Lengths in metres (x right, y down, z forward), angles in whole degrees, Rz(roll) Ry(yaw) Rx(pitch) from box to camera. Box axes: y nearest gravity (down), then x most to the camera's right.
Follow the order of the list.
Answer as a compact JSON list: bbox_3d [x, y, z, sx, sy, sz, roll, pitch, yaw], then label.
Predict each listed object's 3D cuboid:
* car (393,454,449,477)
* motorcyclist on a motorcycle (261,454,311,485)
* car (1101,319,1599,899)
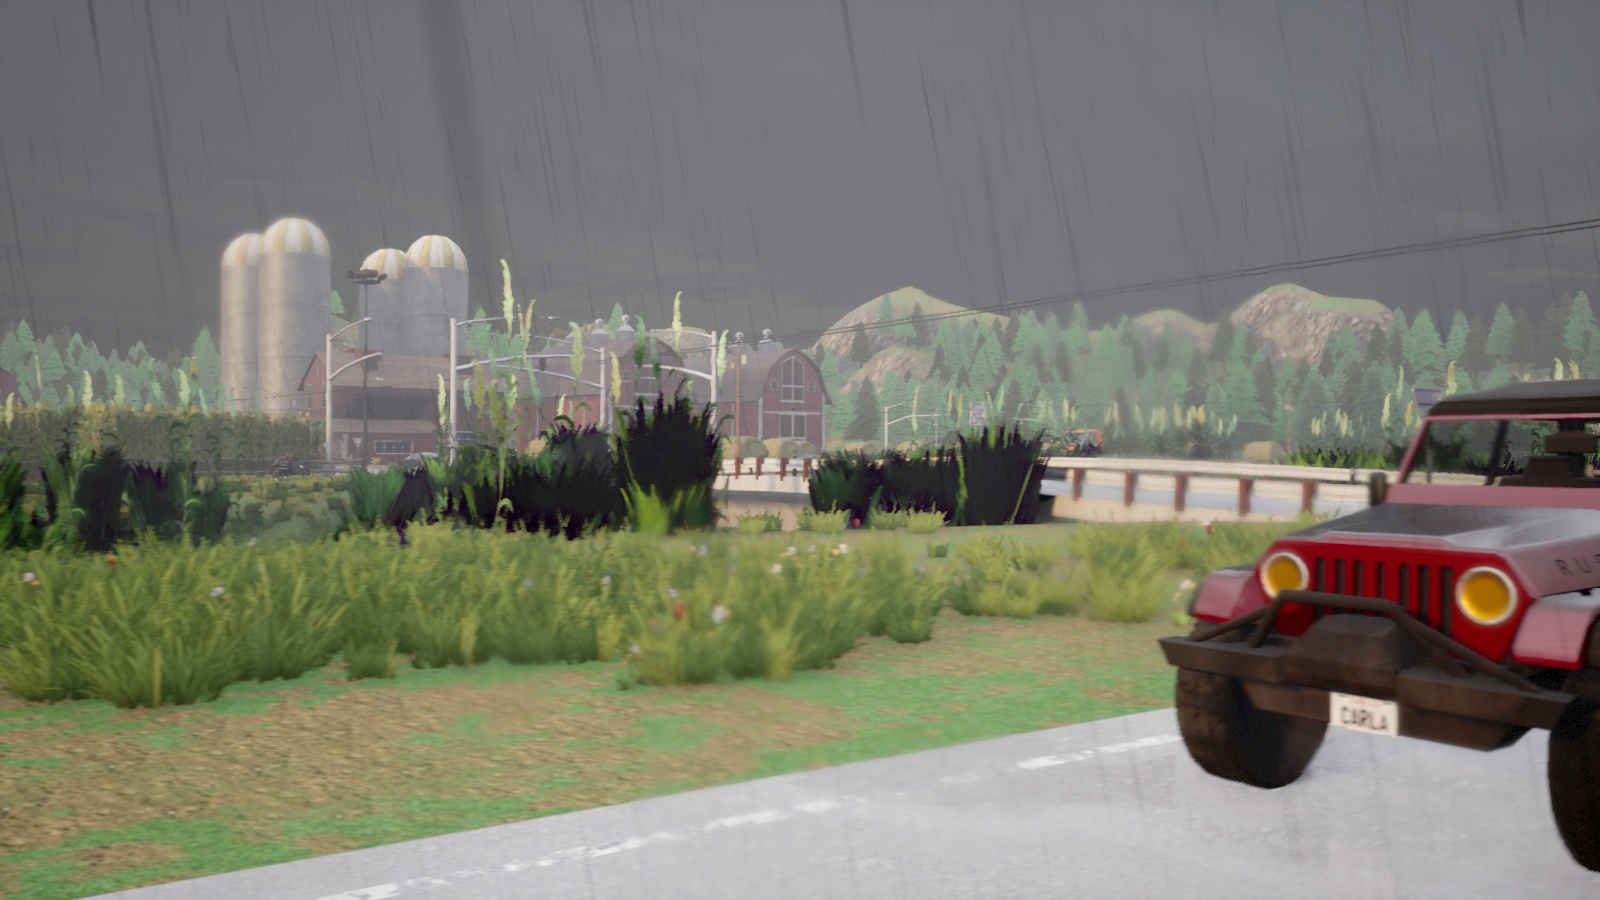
[{"bbox_3d":[-25.614,1.011,84.747,1.837,1.490,4.892,0,0,-40],"label":"car"},{"bbox_3d":[-26.438,0.994,64.637,2.191,1.530,0.866,0,0,-43],"label":"motorcyclist on a motorcycle"},{"bbox_3d":[3.419,0.547,5.671,3.866,1.878,1.905,0,0,-35],"label":"car"}]
